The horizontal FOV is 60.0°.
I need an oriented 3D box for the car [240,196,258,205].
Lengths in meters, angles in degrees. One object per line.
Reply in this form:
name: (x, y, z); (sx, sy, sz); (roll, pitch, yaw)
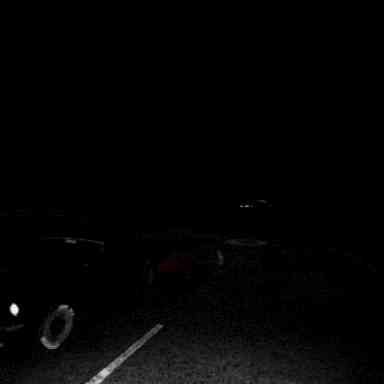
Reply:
car: (8.837, 1.343, 51.948); (1.994, 1.385, 4.181); (1, 1, 26)

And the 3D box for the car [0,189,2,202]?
car: (-26.132, 0.316, 40.669); (4.792, 1.488, 2.163); (2, 1, -37)

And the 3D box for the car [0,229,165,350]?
car: (-2.209, 1.463, 6.261); (1.895, 1.301, 4.718); (1, 1, 17)

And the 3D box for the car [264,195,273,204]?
car: (13.684, 1.263, 57.111); (2.128, 1.511, 4.902); (2, 1, 3)
